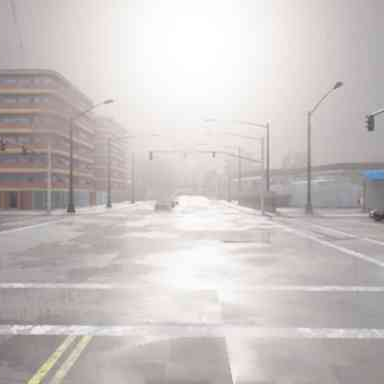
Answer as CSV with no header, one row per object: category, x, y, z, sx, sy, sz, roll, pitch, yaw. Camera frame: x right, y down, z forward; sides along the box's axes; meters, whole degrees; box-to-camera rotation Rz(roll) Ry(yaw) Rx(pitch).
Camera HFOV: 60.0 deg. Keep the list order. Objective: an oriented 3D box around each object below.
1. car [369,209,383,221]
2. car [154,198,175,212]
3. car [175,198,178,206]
car,16.608,1.639,26.244,4.892,1.490,1.837,0,0,0
car,-3.599,1.691,41.777,1.882,1.535,5.008,0,0,0
car,-3.593,1.866,51.829,1.895,1.301,4.718,0,0,0
